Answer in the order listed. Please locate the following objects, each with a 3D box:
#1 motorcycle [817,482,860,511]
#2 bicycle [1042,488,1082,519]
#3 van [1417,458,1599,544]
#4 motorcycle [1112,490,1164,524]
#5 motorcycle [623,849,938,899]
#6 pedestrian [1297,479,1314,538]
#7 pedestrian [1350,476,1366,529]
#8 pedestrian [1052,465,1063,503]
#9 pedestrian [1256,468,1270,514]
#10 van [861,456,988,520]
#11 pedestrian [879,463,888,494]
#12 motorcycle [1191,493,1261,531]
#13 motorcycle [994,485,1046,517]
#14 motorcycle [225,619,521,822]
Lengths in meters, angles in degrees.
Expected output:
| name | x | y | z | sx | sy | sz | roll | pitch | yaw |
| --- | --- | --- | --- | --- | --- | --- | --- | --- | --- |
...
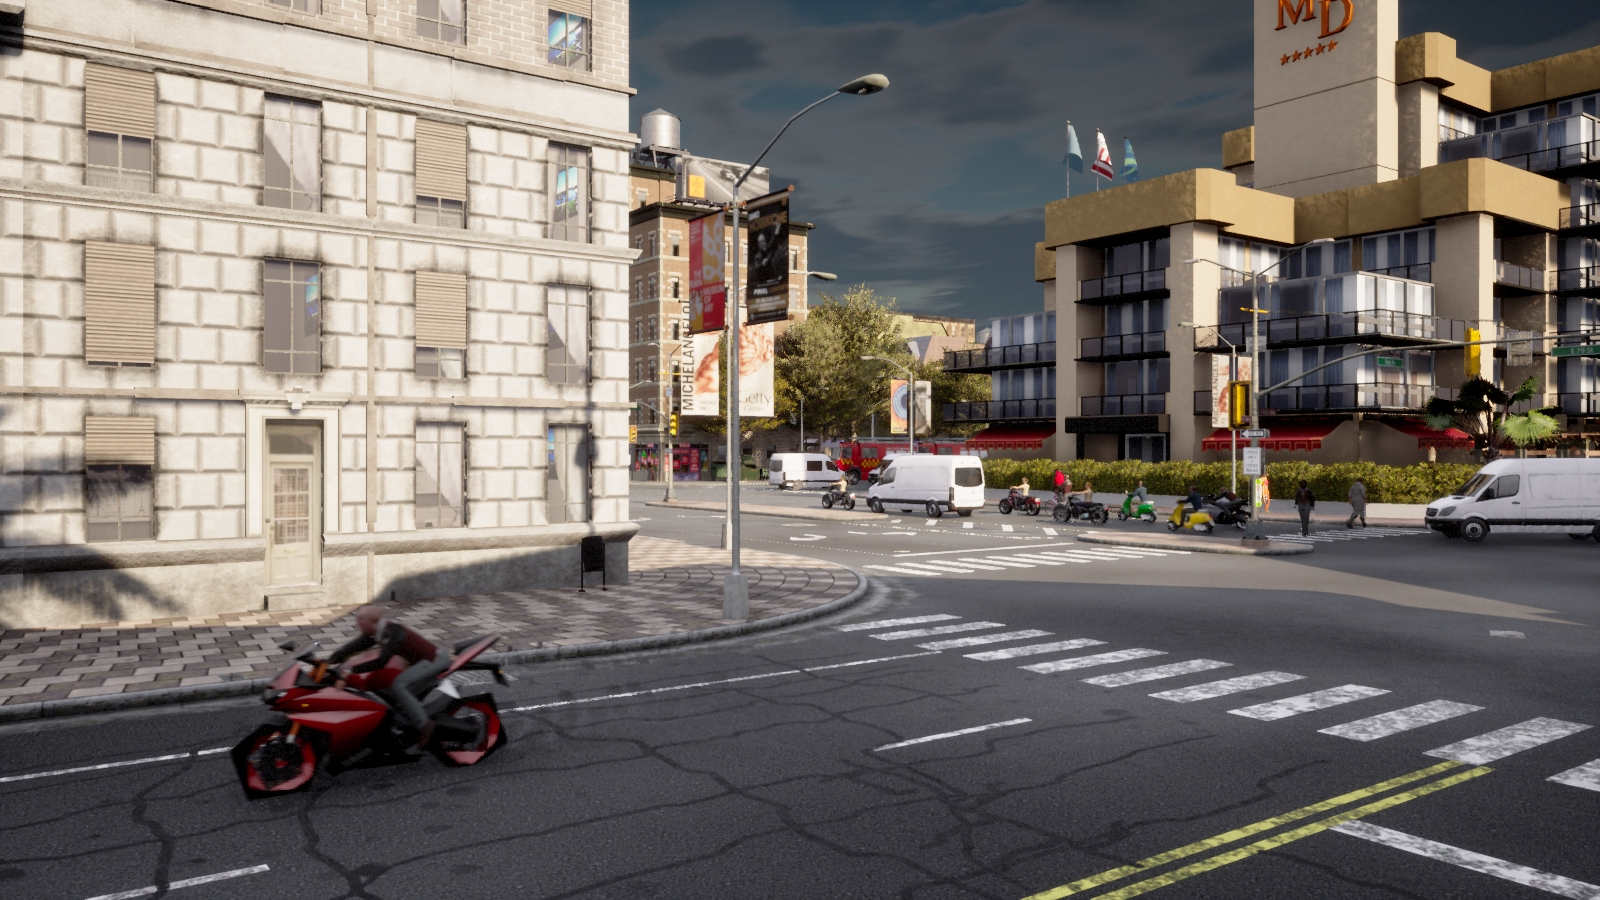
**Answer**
| name | x | y | z | sx | sy | sz | roll | pitch | yaw |
| --- | --- | --- | --- | --- | --- | --- | --- | --- | --- |
| motorcycle | 1.797 | 2.170 | 53.778 | 0.764 | 1.277 | 2.356 | 0 | 0 | -37 |
| bicycle | 10.851 | 2.210 | 47.360 | 0.329 | 1.171 | 1.835 | 0 | 0 | -36 |
| van | 22.707 | 1.534 | 35.469 | 5.915 | 2.561 | 1.988 | 0 | 0 | 11 |
| motorcycle | 13.079 | 2.182 | 44.246 | 0.856 | 1.236 | 1.805 | 0 | 0 | -36 |
| motorcycle | -0.476 | 2.213 | 3.795 | 2.033 | 1.145 | 0.803 | 0 | 0 | -34 |
| pedestrian | 16.179 | 1.849 | 36.547 | 0.375 | 1.860 | 0.375 | 0 | 0 | -44 |
| pedestrian | 19.779 | 1.848 | 40.501 | 0.375 | 1.860 | 0.375 | 0 | 0 | -20 |
| pedestrian | 12.803 | 1.696 | 56.779 | 0.375 | 1.860 | 0.375 | 0 | 0 | -37 |
| pedestrian | 19.200 | 1.697 | 47.378 | 0.375 | 1.860 | 0.375 | 0 | 0 | -30 |
| van | 5.245 | 1.535 | 49.039 | 1.988 | 2.561 | 5.915 | 0 | 0 | -36 |
| pedestrian | 4.970 | 1.698 | 67.778 | 0.375 | 1.860 | 0.375 | 0 | 0 | -30 |
| motorcycle | 15.193 | 2.205 | 40.836 | 0.867 | 1.251 | 2.209 | 0 | 0 | -39 |
| motorcycle | 9.406 | 2.170 | 48.968 | 0.764 | 1.277 | 2.356 | 0 | 0 | -34 |
| motorcycle | -3.585 | 2.205 | 9.692 | 2.209 | 1.251 | 0.867 | 0 | 0 | -35 |
